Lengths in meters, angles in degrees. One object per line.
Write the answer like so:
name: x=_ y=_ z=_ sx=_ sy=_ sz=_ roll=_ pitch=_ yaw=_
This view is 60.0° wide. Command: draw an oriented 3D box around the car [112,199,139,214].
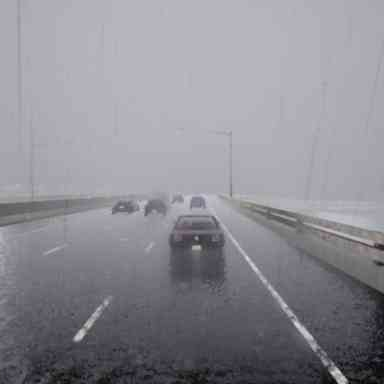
car: x=-6.489 y=1.381 z=32.887 sx=1.994 sy=1.385 sz=4.181 roll=0 pitch=0 yaw=1

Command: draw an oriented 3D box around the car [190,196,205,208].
car: x=0.756 y=1.243 z=42.734 sx=1.882 sy=1.535 sz=5.008 roll=0 pitch=0 yaw=2

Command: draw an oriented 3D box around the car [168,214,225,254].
car: x=0.182 y=1.520 z=13.008 sx=1.895 sy=1.301 sz=4.718 roll=0 pitch=0 yaw=1

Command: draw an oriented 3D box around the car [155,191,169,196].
car: x=-5.608 y=0.904 z=62.121 sx=2.150 sy=2.045 sz=5.566 roll=0 pitch=0 yaw=2

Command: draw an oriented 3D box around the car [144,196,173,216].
car: x=-3.058 y=1.334 z=29.762 sx=1.837 sy=1.490 sz=4.892 roll=0 pitch=0 yaw=1

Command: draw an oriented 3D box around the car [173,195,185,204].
car: x=-2.309 y=1.207 z=56.593 sx=1.837 sy=1.490 sz=4.892 roll=0 pitch=0 yaw=2
